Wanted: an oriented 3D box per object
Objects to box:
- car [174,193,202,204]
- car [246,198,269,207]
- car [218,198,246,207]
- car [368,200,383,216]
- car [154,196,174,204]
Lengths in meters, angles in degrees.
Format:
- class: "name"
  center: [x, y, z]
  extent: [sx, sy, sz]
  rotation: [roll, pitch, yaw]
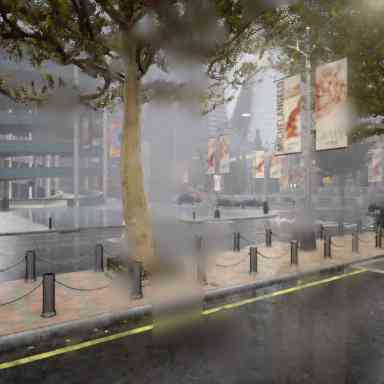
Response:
- class: "car"
  center: [-0.400, 1.224, 63.580]
  extent: [2.150, 2.045, 5.566]
  rotation: [0, 0, -38]
- class: "car"
  center: [9.521, 1.564, 49.869]
  extent: [1.994, 1.385, 4.181]
  rotation: [0, 0, -35]
- class: "car"
  center: [5.462, 1.564, 49.532]
  extent: [1.994, 1.385, 4.181]
  rotation: [0, 0, -36]
- class: "car"
  center: [18.882, 1.504, 30.591]
  extent: [1.837, 1.490, 4.892]
  rotation: [0, 0, -35]
- class: "car"
  center: [-5.342, 1.493, 64.034]
  extent: [2.128, 1.511, 4.902]
  rotation: [0, 0, -43]
